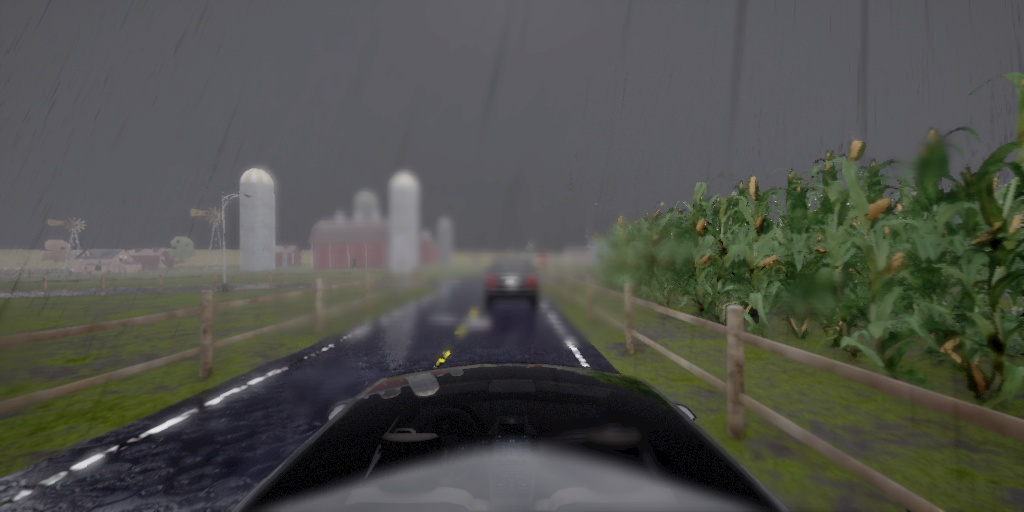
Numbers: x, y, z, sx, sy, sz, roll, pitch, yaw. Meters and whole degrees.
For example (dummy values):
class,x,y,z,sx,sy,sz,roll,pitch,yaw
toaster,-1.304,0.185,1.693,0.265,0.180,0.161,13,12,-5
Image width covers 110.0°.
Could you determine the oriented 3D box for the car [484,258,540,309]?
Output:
class,x,y,z,sx,sy,sz,roll,pitch,yaw
car,0.003,1.100,15.886,2.150,2.045,5.566,0,0,0
